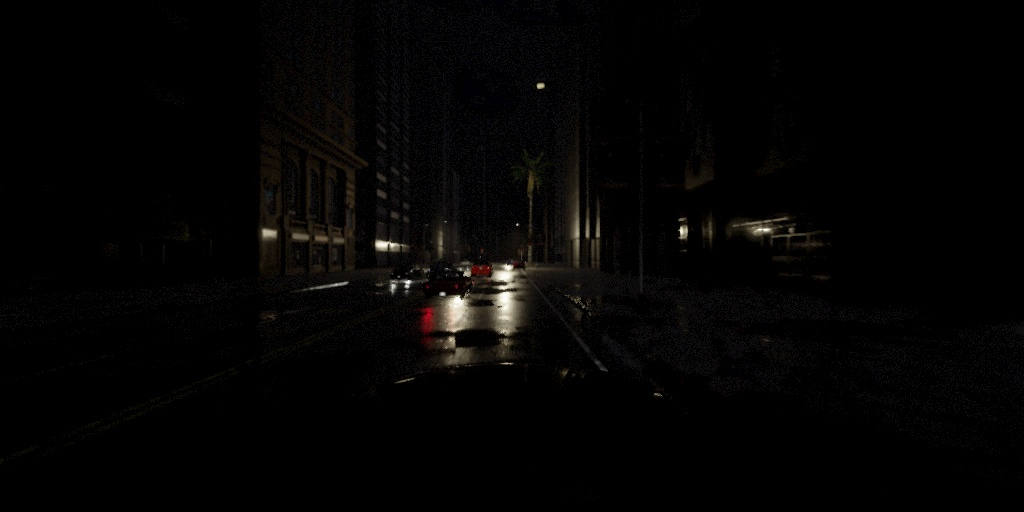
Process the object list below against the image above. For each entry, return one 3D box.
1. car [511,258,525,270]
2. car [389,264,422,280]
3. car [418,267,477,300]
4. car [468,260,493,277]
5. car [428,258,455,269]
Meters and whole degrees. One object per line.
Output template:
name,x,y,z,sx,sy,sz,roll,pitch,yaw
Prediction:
car,1.152,1.495,57.952,1.882,1.535,5.008,0,0,0
car,-9.836,1.446,33.867,2.033,1.411,5.357,0,0,0
car,-3.146,1.428,18.465,1.895,1.301,4.718,0,0,0
car,-3.141,1.271,38.248,2.097,1.767,4.553,0,0,0
car,-6.583,1.250,33.760,2.097,1.767,4.553,0,0,0
